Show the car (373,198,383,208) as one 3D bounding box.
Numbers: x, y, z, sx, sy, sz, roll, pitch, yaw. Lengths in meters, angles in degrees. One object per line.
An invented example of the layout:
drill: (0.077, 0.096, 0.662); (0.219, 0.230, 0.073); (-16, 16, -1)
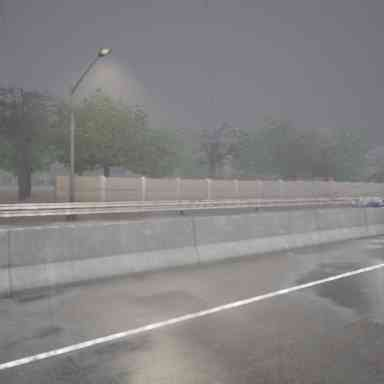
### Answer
car: (22.658, 1.407, 37.141); (4.892, 1.490, 1.837); (0, 0, -35)

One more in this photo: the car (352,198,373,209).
car: (21.390, 1.424, 40.521); (4.674, 1.442, 1.812); (0, 0, -35)
